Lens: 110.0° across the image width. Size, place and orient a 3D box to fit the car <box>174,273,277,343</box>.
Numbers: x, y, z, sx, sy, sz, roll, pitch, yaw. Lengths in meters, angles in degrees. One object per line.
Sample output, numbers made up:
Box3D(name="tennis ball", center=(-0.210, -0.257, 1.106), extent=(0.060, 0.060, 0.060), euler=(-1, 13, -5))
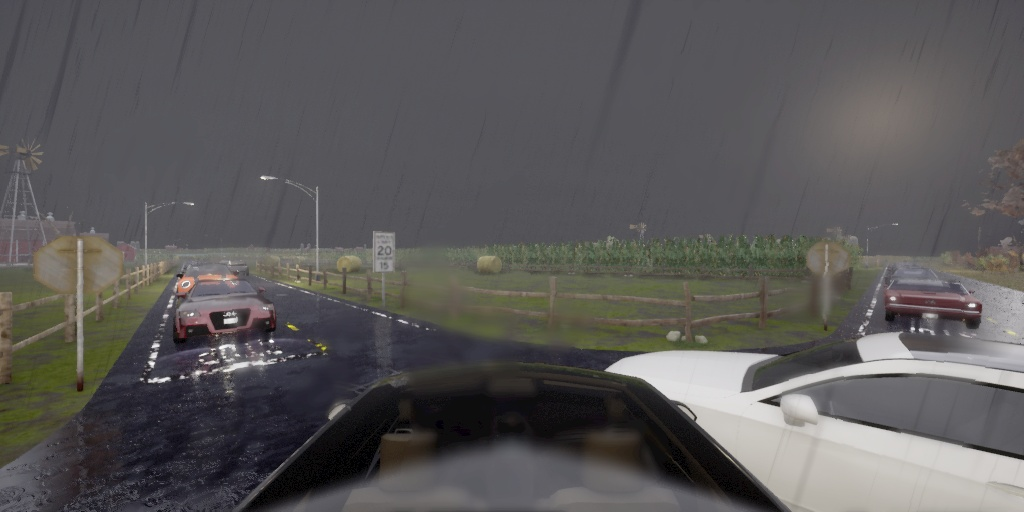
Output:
Box3D(name="car", center=(-8.022, 1.359, 9.970), extent=(1.994, 1.385, 4.181), euler=(0, 0, -43))

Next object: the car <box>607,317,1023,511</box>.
Box3D(name="car", center=(2.822, 1.293, 2.475), extent=(1.812, 1.442, 4.674), euler=(0, 1, -44))

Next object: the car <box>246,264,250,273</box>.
Box3D(name="car", center=(-27.281, 1.298, 35.519), extent=(2.128, 1.511, 4.902), euler=(0, 0, -42))

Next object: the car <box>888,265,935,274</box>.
Box3D(name="car", center=(20.445, 1.363, 18.251), extent=(5.357, 1.411, 2.033), euler=(0, 1, -43))

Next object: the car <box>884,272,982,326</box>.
Box3D(name="car", center=(13.423, 1.397, 11.627), extent=(4.718, 1.301, 1.895), euler=(0, 1, -44))

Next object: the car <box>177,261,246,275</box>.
Box3D(name="car", center=(-13.853, 1.147, 16.404), extent=(2.097, 1.767, 4.553), euler=(0, 0, -42))

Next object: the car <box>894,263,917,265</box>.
Box3D(name="car", center=(27.146, 1.401, 24.563), extent=(4.181, 1.385, 1.994), euler=(0, 1, -43))
